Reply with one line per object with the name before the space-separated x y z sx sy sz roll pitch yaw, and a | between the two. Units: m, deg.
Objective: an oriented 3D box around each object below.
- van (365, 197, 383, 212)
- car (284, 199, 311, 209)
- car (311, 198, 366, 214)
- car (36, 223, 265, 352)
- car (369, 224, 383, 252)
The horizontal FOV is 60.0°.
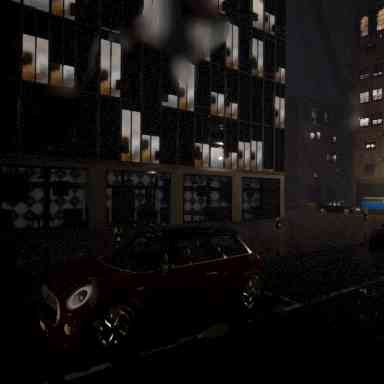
van | 22.192 1.524 39.643 1.690 1.788 3.998 0 -1 -35
car | 15.762 1.787 48.896 1.752 1.417 4.829 0 -1 -35
car | 15.306 1.620 34.864 2.008 1.369 4.403 0 -1 -35
car | -0.607 1.441 6.112 4.097 1.590 1.967 0 1 -35
car | 8.468 1.567 12.588 4.313 1.339 1.947 0 1 -35
